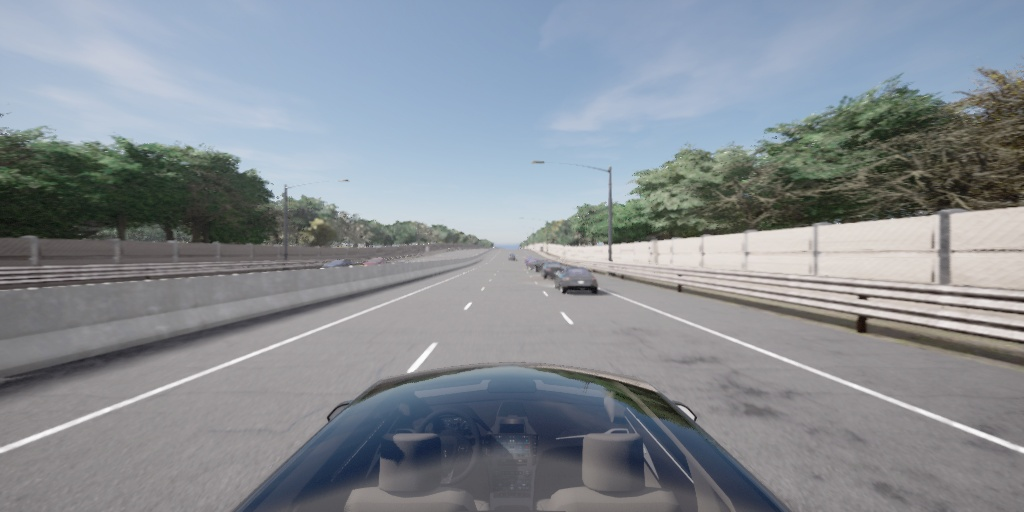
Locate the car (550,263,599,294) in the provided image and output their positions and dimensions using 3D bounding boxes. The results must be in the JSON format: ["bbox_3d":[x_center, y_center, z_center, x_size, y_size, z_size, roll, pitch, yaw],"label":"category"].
[{"bbox_3d":[3.507,1.288,20.229,1.994,1.385,4.181,0,0,0],"label":"car"}]

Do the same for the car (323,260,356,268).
[{"bbox_3d":[-21.036,1.166,43.984,2.033,1.411,5.357,0,0,1],"label":"car"}]

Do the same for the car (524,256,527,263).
[{"bbox_3d":[3.526,0.991,64.233,1.812,1.442,4.674,0,1,0],"label":"car"}]

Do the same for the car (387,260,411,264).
[{"bbox_3d":[-14.030,1.204,46.261,1.895,1.301,4.718,0,0,1],"label":"car"}]

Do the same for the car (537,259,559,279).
[{"bbox_3d":[3.512,1.214,31.230,1.812,1.442,4.674,0,0,0],"label":"car"}]

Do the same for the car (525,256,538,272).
[{"bbox_3d":[3.250,1.128,42.782,1.837,1.490,4.892,0,0,-10],"label":"car"}]

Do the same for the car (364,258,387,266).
[{"bbox_3d":[-17.526,1.079,46.587,1.882,1.535,5.008,0,1,1],"label":"car"}]
